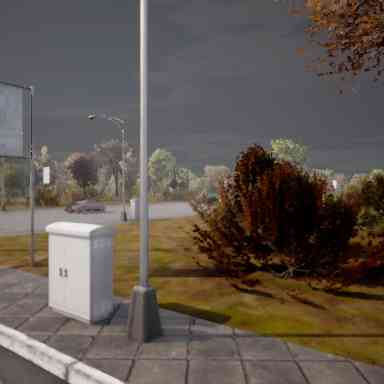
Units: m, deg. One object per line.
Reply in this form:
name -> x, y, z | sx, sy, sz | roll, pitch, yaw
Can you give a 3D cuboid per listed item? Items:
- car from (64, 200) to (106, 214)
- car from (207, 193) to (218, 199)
car -> -10.898, 1.494, 34.084 | 1.994, 1.385, 4.181 | 0, 0, 32
car -> 2.395, 1.146, 54.926 | 2.150, 2.045, 5.566 | 0, 0, 33
